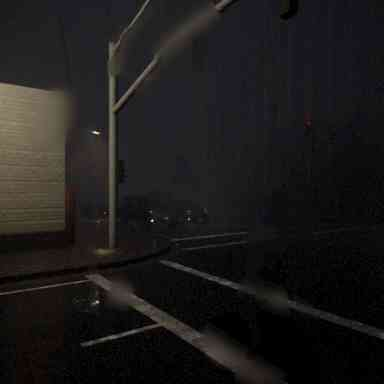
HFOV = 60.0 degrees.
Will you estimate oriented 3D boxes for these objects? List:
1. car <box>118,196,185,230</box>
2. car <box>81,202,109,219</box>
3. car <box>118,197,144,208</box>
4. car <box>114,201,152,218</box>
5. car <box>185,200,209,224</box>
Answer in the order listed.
[{"bbox_3d":[-3.084,1.277,22.348,2.150,2.045,5.566,0,0,-36],"label":"car"},{"bbox_3d":[-8.550,1.619,30.013,1.994,1.385,4.181,0,0,-35],"label":"car"},{"bbox_3d":[-9.088,1.533,49.113,1.882,1.535,5.008,0,0,-36],"label":"car"},{"bbox_3d":[-5.737,1.619,32.089,1.994,1.385,4.181,0,0,-35],"label":"car"},{"bbox_3d":[-0.717,1.407,25.061,2.097,1.767,4.553,0,0,-36],"label":"car"}]
